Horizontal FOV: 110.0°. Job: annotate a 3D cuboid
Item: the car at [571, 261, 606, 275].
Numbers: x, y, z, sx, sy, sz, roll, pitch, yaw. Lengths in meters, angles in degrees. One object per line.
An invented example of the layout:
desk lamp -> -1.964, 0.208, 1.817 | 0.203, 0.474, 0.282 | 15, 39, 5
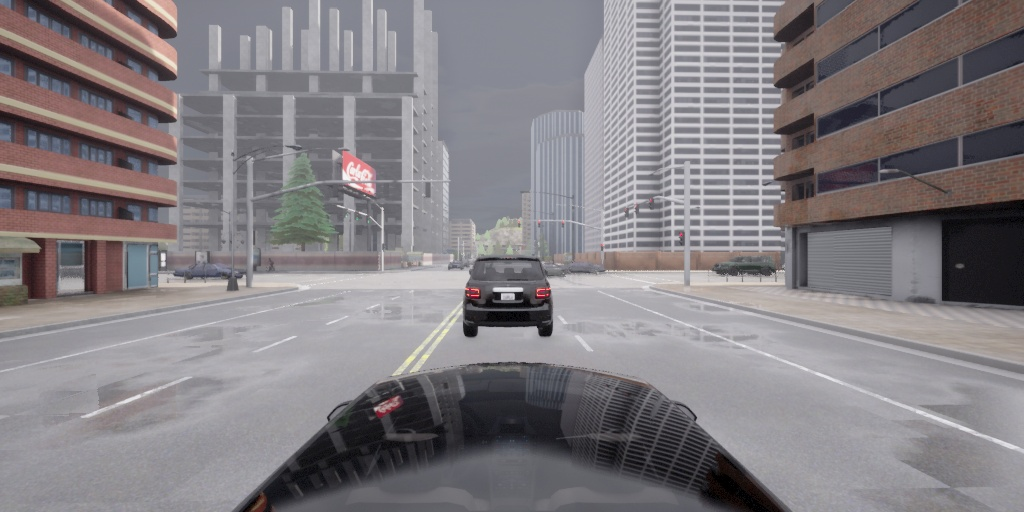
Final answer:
car -> 7.298, 1.298, 38.696 | 5.357, 1.411, 2.033 | 0, 0, -1

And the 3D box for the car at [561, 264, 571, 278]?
car -> 2.757, 1.314, 32.095 | 4.181, 1.385, 1.994 | 0, 0, -30

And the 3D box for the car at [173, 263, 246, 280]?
car -> -25.603, 1.297, 30.664 | 5.357, 1.411, 2.033 | 0, 0, -1

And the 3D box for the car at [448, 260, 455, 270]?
car -> -8.077, 1.314, 52.203 | 1.994, 1.385, 4.181 | 0, 0, -1

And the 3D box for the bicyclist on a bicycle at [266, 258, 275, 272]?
bicyclist on a bicycle -> -28.675, 1.051, 42.574 | 0.582, 1.620, 1.656 | 0, 0, -1

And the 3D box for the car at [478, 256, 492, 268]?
car -> -4.785, 0.971, 64.777 | 2.150, 2.045, 5.566 | 0, 0, -1

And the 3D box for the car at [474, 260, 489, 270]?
car -> -4.625, 1.351, 54.738 | 1.895, 1.301, 4.718 | 0, 0, -1

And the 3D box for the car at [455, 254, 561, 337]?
car -> -0.114, 0.971, 10.431 | 2.150, 2.045, 5.566 | 0, 0, -1

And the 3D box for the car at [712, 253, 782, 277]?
car -> 22.980, 0.971, 35.587 | 5.566, 2.045, 2.150 | 0, 0, -1
